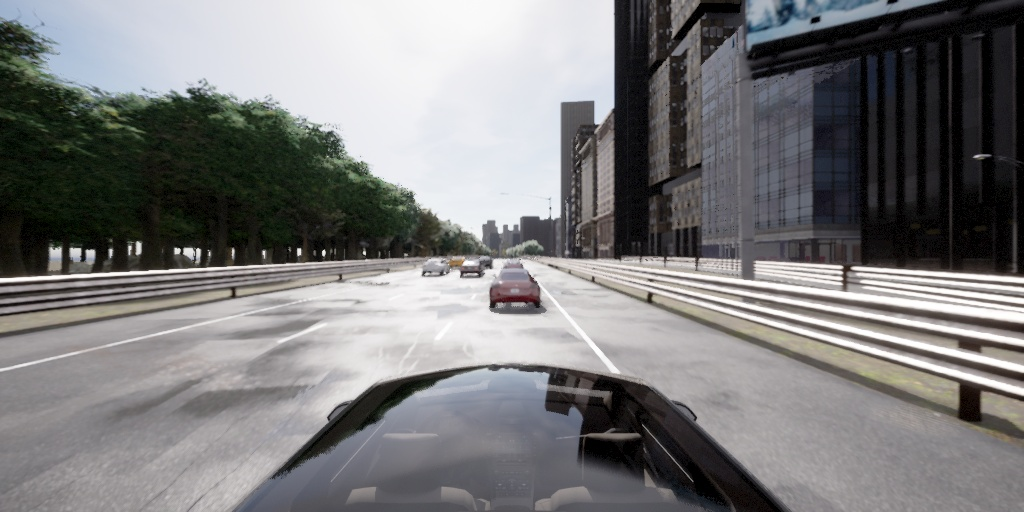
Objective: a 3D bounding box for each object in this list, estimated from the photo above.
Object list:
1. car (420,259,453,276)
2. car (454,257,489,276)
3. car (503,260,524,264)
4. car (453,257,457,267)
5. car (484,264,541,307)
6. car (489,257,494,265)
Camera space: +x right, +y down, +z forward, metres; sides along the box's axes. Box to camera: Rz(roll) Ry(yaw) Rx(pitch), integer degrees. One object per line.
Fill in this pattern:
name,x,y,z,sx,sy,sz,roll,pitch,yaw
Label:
car,-6.970,0.989,32.911,1.812,1.442,4.674,0,0,0
car,-3.480,1.019,31.979,2.033,1.411,5.357,0,1,0
car,0.112,1.031,32.535,1.994,1.385,4.181,0,0,0
car,-6.924,0.819,47.591,1.882,1.535,5.008,0,1,0
car,0.104,1.191,14.784,1.994,1.385,4.181,0,1,0
car,-3.430,0.853,46.923,1.837,1.490,4.892,0,1,1
